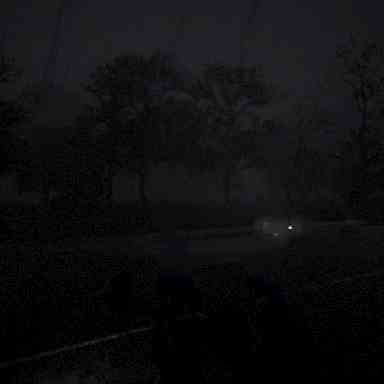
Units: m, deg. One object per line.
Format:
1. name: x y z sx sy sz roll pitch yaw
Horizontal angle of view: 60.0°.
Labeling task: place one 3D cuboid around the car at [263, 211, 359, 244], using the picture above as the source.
1. car: 5.620 1.576 15.646 4.718 1.301 1.895 0 0 -30
